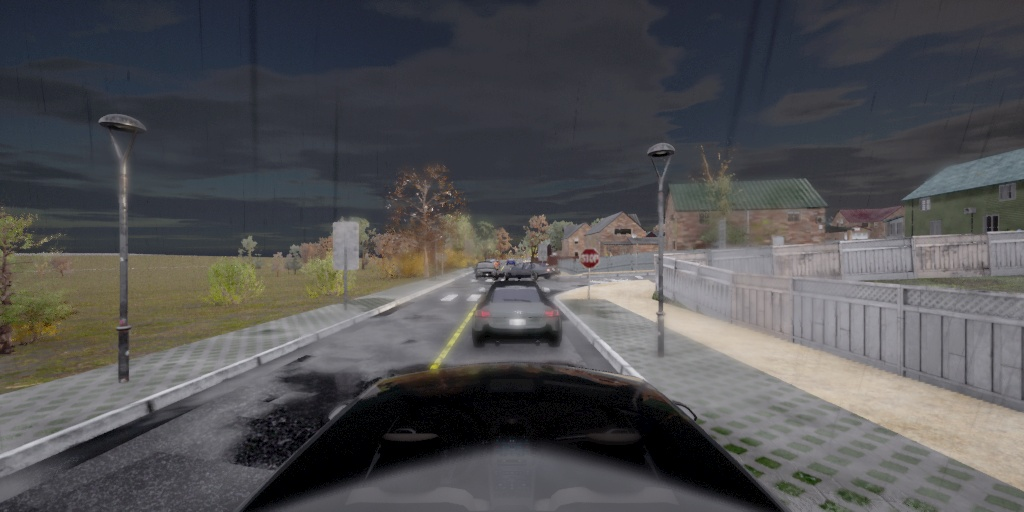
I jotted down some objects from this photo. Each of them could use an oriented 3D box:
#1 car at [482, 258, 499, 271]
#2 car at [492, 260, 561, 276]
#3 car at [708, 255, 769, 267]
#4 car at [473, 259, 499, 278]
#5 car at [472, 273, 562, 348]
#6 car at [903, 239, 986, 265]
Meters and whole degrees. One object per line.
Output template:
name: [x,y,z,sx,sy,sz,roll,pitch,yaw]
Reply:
car: [-2.986,1.120,51.017,2.097,1.767,4.553,0,0,0]
car: [1.262,1.197,28.300,5.357,1.411,2.033,-4,-3,43]
car: [14.329,0.413,22.714,4.181,1.385,1.994,-3,0,16]
car: [-2.334,1.257,31.201,1.837,1.490,4.892,0,0,-8]
car: [0.081,1.313,9.282,1.994,1.385,4.181,0,0,-1]
car: [23.836,-0.209,20.318,4.902,1.511,2.128,-3,0,14]
